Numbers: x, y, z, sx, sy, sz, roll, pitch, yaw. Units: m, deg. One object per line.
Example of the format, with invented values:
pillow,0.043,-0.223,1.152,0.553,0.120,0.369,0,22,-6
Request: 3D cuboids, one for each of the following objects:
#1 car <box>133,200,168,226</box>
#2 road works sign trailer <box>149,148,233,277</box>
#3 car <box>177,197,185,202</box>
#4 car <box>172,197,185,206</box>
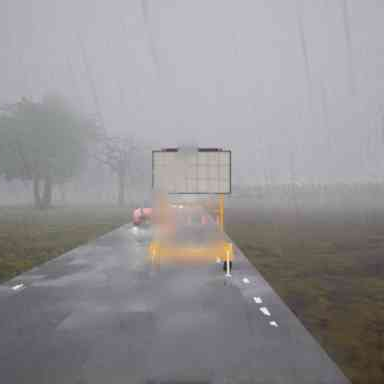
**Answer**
car,-2.872,1.384,23.782,2.097,1.767,4.553,0,0,0
road works sign trailer,-0.004,0.463,10.275,2.380,3.560,2.880,0,0,1
car,-2.835,2.067,89.511,1.994,1.385,4.181,0,0,0
car,-2.849,1.947,64.682,1.895,1.301,4.718,0,0,1
